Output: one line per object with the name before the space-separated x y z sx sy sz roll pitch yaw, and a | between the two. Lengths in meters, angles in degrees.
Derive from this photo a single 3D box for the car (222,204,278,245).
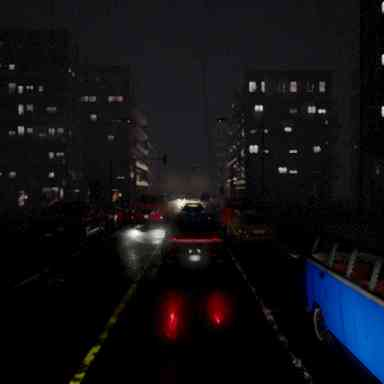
car | 2.573 1.475 14.979 1.752 1.417 4.829 0 0 0

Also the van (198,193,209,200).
van | 2.732 1.093 68.875 1.690 1.788 3.998 0 0 0

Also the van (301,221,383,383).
van | 2.567 1.328 3.714 1.690 1.788 3.998 0 0 0

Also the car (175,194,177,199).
car | -5.320 1.289 80.665 1.802 1.307 4.206 0 0 0

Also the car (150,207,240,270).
car | 0.086 1.455 10.852 2.128 1.511 4.902 0 0 0

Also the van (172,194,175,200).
van | -5.369 1.070 75.083 1.690 1.788 3.998 0 0 0

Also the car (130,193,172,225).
car | -2.823 1.142 23.388 2.150 2.045 5.566 0 0 0

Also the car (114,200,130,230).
car | -5.304 1.372 20.360 1.967 1.590 4.097 0 0 0

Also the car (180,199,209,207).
car | 0.090 1.481 24.783 1.994 1.385 4.181 0 0 0

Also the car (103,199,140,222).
car | -5.391 1.353 25.904 1.967 1.590 4.097 0 0 0

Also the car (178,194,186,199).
car | -2.703 1.268 88.591 1.895 1.301 4.718 0 0 0

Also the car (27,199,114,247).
car | -5.308 1.266 14.813 2.192 1.841 5.009 0 0 0

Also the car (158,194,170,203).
car | -5.410 1.212 63.919 1.967 1.590 4.097 0 0 0

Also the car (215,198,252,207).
car | 2.576 1.247 20.356 2.192 1.841 5.009 0 0 0

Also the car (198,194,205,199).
car | 2.615 1.188 91.992 1.752 1.417 4.829 0 0 0

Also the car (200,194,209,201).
car | 2.700 1.273 75.079 1.887 1.381 4.507 0 0 0

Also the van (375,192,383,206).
van | 22.971 0.867 40.889 3.998 1.788 1.690 -1 1 0

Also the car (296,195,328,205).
car | 17.617 1.114 48.774 4.507 1.381 1.887 -1 1 0

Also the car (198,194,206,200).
car | 2.614 1.251 86.241 1.947 1.339 4.313 0 0 0
